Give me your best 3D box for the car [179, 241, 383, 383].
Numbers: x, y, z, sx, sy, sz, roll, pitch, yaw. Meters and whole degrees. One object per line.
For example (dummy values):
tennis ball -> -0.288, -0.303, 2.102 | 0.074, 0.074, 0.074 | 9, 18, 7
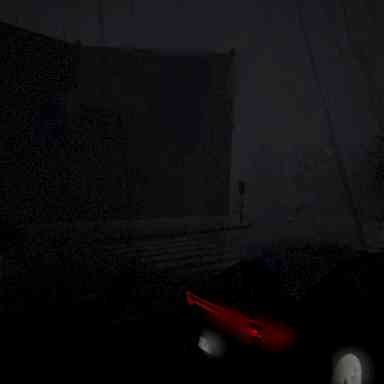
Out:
car -> 2.210, 1.475, 4.880 | 5.008, 1.535, 1.882 | 1, 0, -34

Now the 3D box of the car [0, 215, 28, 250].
car -> -8.762, 1.502, 12.480 | 4.674, 1.452, 2.002 | 0, -2, -36
